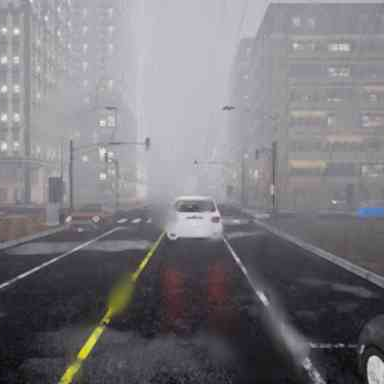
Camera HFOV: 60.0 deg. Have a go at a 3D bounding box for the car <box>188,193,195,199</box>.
[{"bbox_3d":[-0.012,1.179,90.942,1.882,1.535,5.008,0,0,0],"label":"car"}]

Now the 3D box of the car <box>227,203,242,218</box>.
[{"bbox_3d":[2.779,1.594,29.421,1.994,1.385,4.181,1,0,35],"label":"car"}]

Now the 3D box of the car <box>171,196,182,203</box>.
[{"bbox_3d":[-3.020,1.486,64.488,1.895,1.301,4.718,0,0,0],"label":"car"}]

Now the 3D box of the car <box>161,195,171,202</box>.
[{"bbox_3d":[-5.702,1.398,73.473,1.752,1.417,4.829,0,0,0],"label":"car"}]

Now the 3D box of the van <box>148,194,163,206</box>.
[{"bbox_3d":[-5.699,1.245,51.439,1.690,1.788,3.998,0,0,0],"label":"van"}]

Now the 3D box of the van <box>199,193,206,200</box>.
[{"bbox_3d":[2.676,1.200,84.747,1.690,1.788,3.998,0,0,0],"label":"van"}]

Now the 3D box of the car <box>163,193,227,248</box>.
[{"bbox_3d":[0.109,1.191,14.848,2.150,2.045,5.566,0,0,0],"label":"car"}]

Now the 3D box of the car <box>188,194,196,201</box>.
[{"bbox_3d":[-0.009,1.334,80.519,1.882,1.535,5.008,0,0,0],"label":"car"}]

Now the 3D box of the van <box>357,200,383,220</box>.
[{"bbox_3d":[16.926,1.645,29.702,3.998,1.788,1.690,1,-1,0],"label":"van"}]

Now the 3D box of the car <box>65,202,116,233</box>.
[{"bbox_3d":[-5.694,1.401,18.965,1.967,1.590,4.097,0,0,0],"label":"car"}]

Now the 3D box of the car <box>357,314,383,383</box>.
[{"bbox_3d":[2.690,1.546,2.020,2.008,1.369,4.403,0,0,0],"label":"car"}]

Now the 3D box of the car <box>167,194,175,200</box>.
[{"bbox_3d":[-5.705,1.292,90.296,1.967,1.590,4.097,0,0,0],"label":"car"}]

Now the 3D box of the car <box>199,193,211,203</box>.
[{"bbox_3d":[2.679,1.196,68.095,2.192,1.841,5.009,0,0,0],"label":"car"}]
